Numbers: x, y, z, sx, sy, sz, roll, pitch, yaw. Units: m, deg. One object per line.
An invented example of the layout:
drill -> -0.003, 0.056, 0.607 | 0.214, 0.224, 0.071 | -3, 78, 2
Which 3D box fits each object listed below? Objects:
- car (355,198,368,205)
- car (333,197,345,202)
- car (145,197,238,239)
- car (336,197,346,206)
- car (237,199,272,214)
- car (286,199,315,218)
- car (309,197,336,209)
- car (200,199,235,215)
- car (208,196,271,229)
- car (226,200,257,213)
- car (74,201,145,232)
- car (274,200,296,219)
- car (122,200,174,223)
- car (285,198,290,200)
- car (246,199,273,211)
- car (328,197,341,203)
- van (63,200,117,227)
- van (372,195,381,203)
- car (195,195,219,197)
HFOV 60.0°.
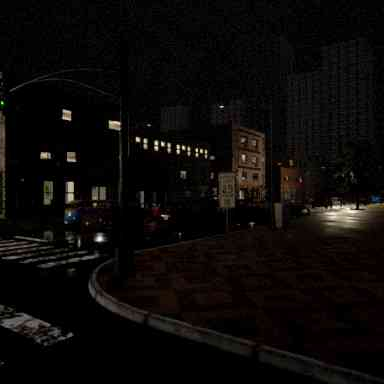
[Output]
car -> 32.067, 1.801, 62.868 | 2.008, 1.369, 4.403 | -1, -1, 35
car -> 37.998, 1.935, 85.741 | 1.887, 1.381, 4.507 | -1, -1, 35
car -> 0.138, 1.349, 17.790 | 2.192, 1.841, 5.009 | -1, -1, 35
car -> 25.356, 1.828, 57.867 | 1.895, 1.301, 4.718 | 0, 0, 36
car -> 7.159, 1.609, 37.694 | 1.882, 1.535, 5.008 | 0, 0, 36
car -> 9.718, 1.657, 31.313 | 1.947, 1.339, 4.313 | -1, -1, 35
car -> 19.485, 1.536, 49.578 | 2.097, 1.767, 4.553 | 0, 0, 35
car -> 2.877, 1.569, 36.155 | 1.967, 1.590, 4.097 | -1, -1, 35
car -> 3.331, 1.367, 22.298 | 2.192, 1.841, 5.009 | -1, -1, 35
car -> 6.070, 1.700, 40.661 | 2.008, 1.369, 4.403 | -1, -1, 35
car -> -4.584, 1.538, 21.137 | 1.882, 1.535, 5.008 | 0, 0, 35
car -> 6.525, 1.616, 26.804 | 1.887, 1.381, 4.507 | -1, -1, 35
car -> -3.509, 1.530, 27.138 | 1.967, 1.590, 4.097 | -1, -1, 35
car -> 15.549, 1.741, 54.046 | 1.752, 1.417, 4.829 | -1, -1, 35
car -> 9.263, 1.722, 45.169 | 2.008, 1.369, 4.403 | -1, -1, 35
car -> 34.805, 1.914, 81.233 | 2.008, 1.369, 4.403 | -1, -1, 35
van -> -6.701, 1.413, 22.631 | 1.690, 1.788, 3.998 | -1, 0, 35
van -> 44.837, 1.694, 80.903 | 1.690, 1.788, 3.998 | -1, -1, 35
car -> 1.118, 1.315, 29.184 | 2.150, 2.045, 5.566 | 0, 0, 35
